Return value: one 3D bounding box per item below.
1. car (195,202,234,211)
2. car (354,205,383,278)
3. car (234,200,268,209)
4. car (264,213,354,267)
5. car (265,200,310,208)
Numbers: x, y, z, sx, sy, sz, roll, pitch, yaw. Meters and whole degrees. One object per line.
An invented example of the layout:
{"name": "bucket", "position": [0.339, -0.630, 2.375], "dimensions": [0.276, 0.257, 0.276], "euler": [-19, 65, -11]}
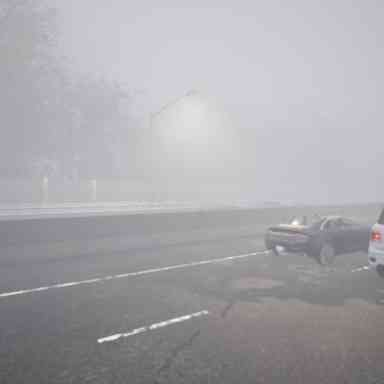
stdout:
{"name": "car", "position": [2.597, 1.611, 31.887], "dimensions": [4.718, 1.301, 1.895], "euler": [0, 0, -36]}
{"name": "car", "position": [6.845, 1.193, 8.754], "dimensions": [5.566, 2.045, 2.150], "euler": [0, 0, -36]}
{"name": "car", "position": [6.504, 1.496, 30.402], "dimensions": [4.892, 1.490, 1.837], "euler": [0, 0, -36]}
{"name": "car", "position": [4.607, 1.476, 11.446], "dimensions": [4.902, 1.511, 2.128], "euler": [0, 0, -36]}
{"name": "car", "position": [8.430, 1.543, 27.474], "dimensions": [4.181, 1.385, 1.994], "euler": [0, 0, -36]}
